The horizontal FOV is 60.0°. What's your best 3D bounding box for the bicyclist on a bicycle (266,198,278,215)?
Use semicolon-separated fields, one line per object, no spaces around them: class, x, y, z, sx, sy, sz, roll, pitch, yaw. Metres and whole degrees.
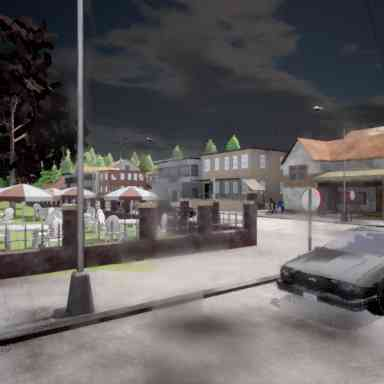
bicyclist on a bicycle;7.603;1.349;31.457;1.656;1.620;0.582;0;0;-35

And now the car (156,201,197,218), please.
car;-1.769;1.547;30.146;2.033;1.411;5.357;0;0;-35

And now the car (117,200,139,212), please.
car;-7.652;1.353;38.439;2.097;1.767;4.553;0;0;-35

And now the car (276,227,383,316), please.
car;4.349;1.547;7.699;5.357;1.411;2.033;0;0;-35
